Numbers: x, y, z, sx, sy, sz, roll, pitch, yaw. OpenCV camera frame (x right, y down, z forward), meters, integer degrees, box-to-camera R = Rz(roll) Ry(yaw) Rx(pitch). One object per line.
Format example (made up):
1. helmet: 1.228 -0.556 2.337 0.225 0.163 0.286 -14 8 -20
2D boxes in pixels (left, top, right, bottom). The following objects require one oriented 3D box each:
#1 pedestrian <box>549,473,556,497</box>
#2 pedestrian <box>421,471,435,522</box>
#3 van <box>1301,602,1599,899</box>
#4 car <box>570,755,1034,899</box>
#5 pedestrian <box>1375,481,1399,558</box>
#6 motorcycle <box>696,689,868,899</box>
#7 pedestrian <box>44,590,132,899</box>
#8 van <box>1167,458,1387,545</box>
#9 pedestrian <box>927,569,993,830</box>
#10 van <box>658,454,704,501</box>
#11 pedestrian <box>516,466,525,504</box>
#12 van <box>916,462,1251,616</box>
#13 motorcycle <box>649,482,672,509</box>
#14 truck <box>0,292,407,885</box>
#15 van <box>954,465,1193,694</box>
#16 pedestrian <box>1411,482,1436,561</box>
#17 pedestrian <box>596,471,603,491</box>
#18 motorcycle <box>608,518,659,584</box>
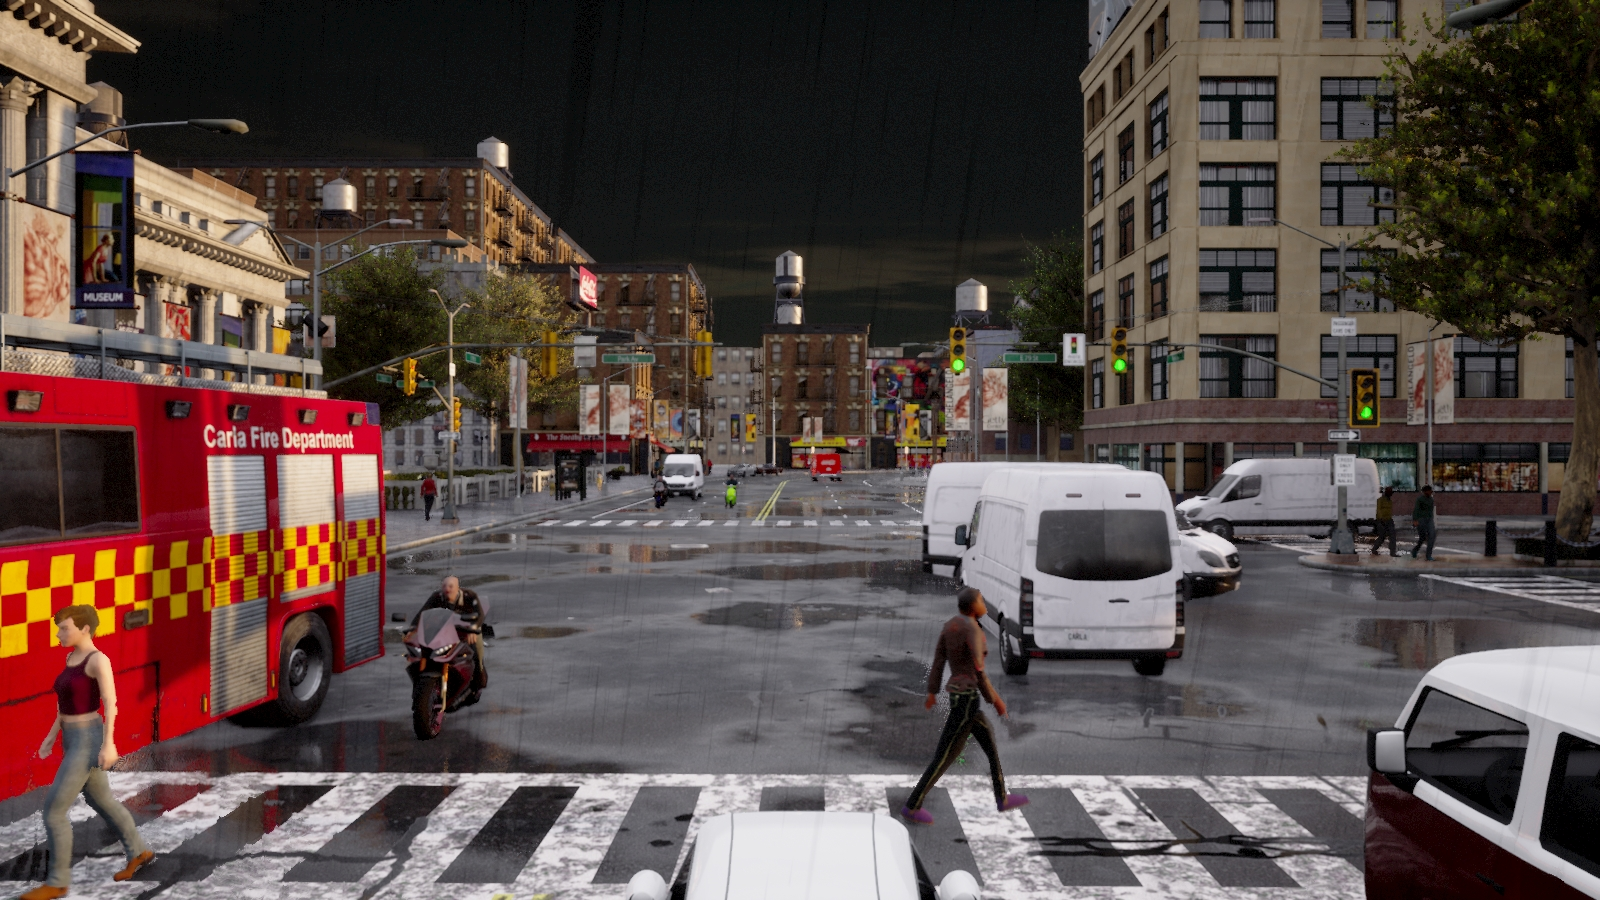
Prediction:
1. pedestrian: -14.063 1.985 64.894 0.375 1.300 0.375 0 0 -5
2. pedestrian: -13.735 1.702 42.160 0.375 1.860 0.375 0 0 1
3. van: 3.529 1.784 3.490 2.069 2.038 4.480 0 0 1
4. car: 0.010 2.121 4.244 1.481 1.376 2.207 0 0 0
5. pedestrian: 14.501 1.708 28.227 0.375 1.860 0.375 0 0 -14
6. motorcycle: -0.088 2.183 6.588 0.856 1.236 1.805 0 0 0
7. pedestrian: -4.514 1.850 7.244 0.375 1.860 0.375 0 0 41
8. van: 14.531 1.539 35.088 5.915 2.561 1.988 0 0 2
9. pedestrian: 1.199 1.851 8.586 0.375 1.860 0.375 0 0 -15
10. van: -6.770 1.543 65.676 1.988 2.561 5.915 0 0 0
11. pedestrian: -13.793 1.705 56.359 0.375 1.860 0.375 0 0 -2
12. van: 5.334 1.537 21.928 5.915 2.561 1.988 0 0 32
13. motorcycle: -6.812 2.213 55.976 0.867 1.251 2.209 0 0 0
14. truck: -6.430 0.892 9.211 2.891 3.827 8.468 0 0 6
15. van: 3.556 1.537 16.151 1.988 2.561 5.915 0 0 0
16. pedestrian: 14.928 1.708 27.341 0.375 1.860 0.375 0 0 -8
17. pedestrian: -12.952 1.986 73.760 0.375 1.300 0.375 0 0 -2
18. motorcycle: -3.678 2.209 25.390 0.867 1.251 2.209 0 0 -1
